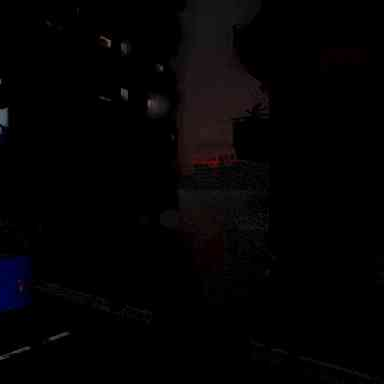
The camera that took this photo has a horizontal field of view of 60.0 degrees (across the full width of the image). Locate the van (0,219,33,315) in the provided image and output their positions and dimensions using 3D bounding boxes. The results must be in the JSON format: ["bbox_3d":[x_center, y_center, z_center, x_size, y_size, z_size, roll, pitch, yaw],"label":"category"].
[{"bbox_3d":[-4.656,1.318,6.195,3.998,1.788,1.690,0,0,35],"label":"van"}]
